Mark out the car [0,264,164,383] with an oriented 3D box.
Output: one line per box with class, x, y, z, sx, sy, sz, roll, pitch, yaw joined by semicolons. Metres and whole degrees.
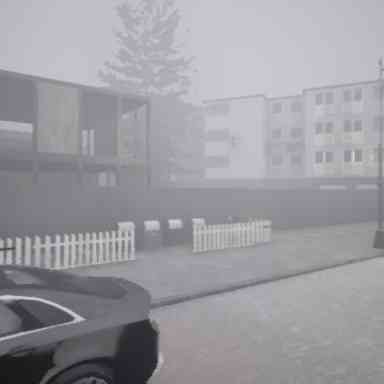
car;-2.596;1.491;2.756;4.902;1.511;2.128;0;0;-36
